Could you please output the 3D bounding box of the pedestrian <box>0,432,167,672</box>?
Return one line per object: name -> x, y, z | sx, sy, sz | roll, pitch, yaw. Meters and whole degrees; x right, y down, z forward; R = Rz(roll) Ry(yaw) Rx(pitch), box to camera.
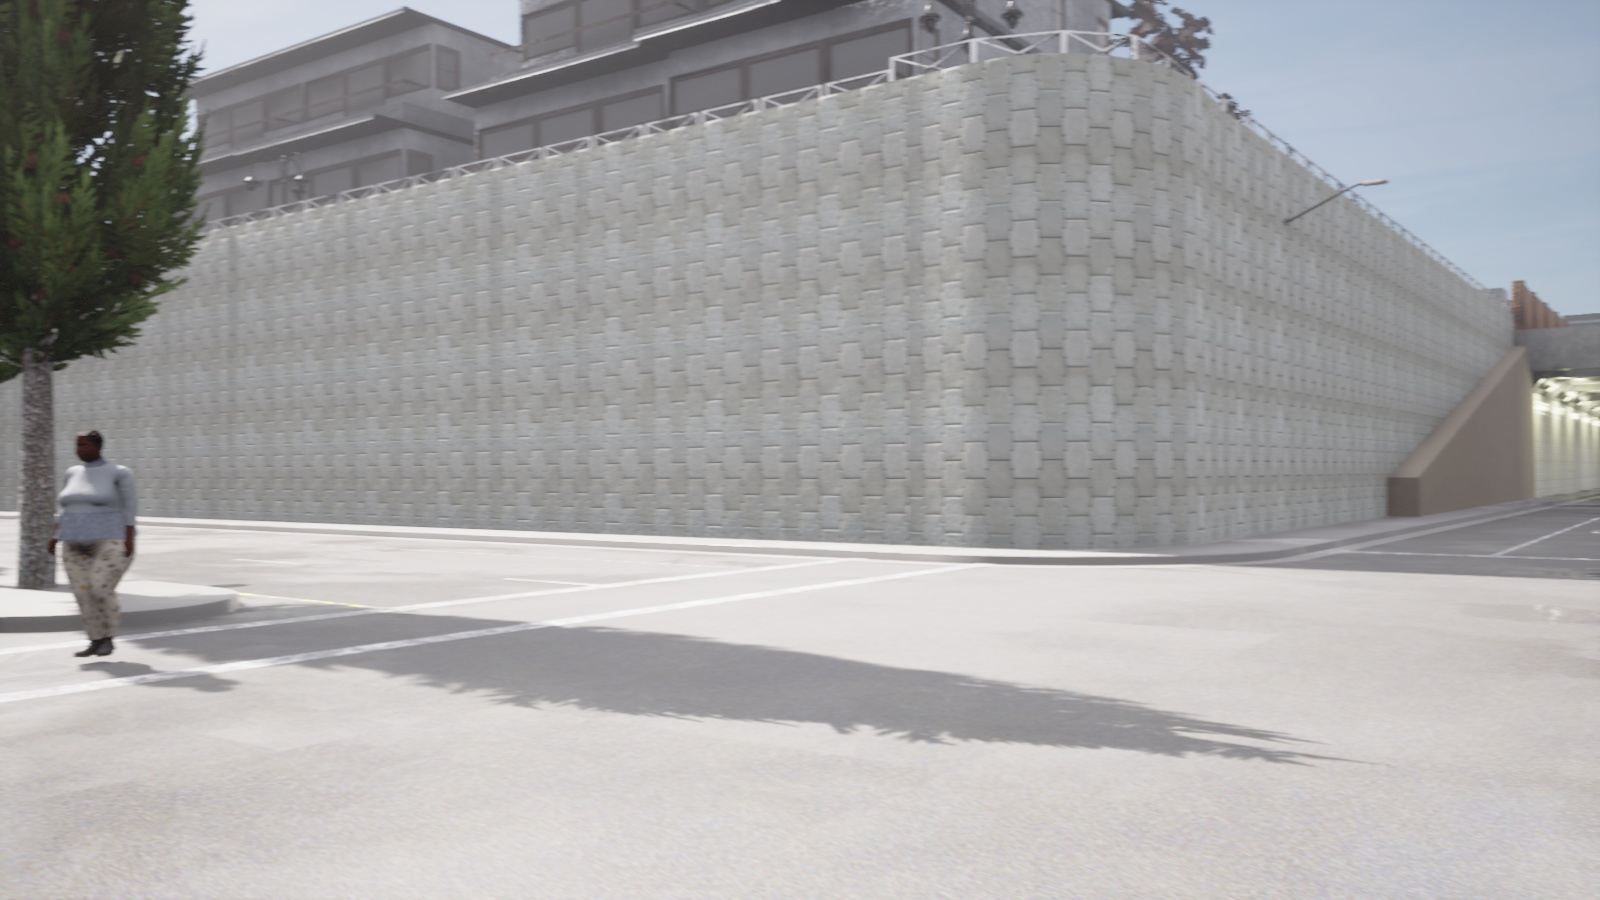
pedestrian -> -5.839, 0.804, 10.222 | 0.874, 1.855, 0.900 | -1, -1, 7
